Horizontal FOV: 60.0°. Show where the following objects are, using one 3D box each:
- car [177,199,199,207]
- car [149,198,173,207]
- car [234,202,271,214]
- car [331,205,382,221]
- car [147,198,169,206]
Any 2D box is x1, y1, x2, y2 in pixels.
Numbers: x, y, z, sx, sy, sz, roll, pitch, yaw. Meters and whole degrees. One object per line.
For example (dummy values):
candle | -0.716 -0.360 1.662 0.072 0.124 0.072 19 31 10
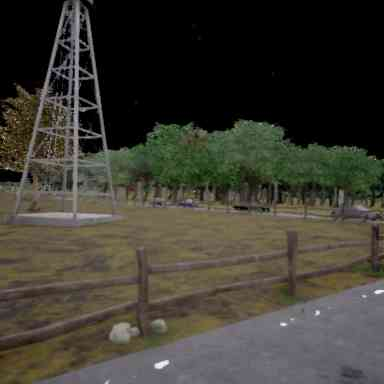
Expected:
car | -0.688 1.971 57.268 1.812 1.442 4.674 3 -1 -35
car | -5.212 1.829 58.773 2.128 1.511 4.902 3 -2 -35
car | 7.447 1.947 40.917 1.895 1.301 4.718 3 -2 -36
car | 14.954 1.915 30.424 1.994 1.385 4.181 3 -2 -36
car | -6.733 1.917 65.634 2.128 1.511 4.902 3 -1 -36
